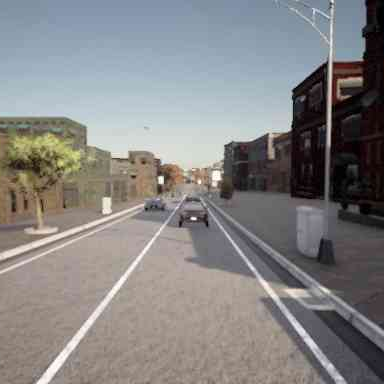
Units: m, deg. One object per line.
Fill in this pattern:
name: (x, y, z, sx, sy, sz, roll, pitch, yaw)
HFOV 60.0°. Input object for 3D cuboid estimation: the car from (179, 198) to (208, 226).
car: (0.101, 1.368, 21.812, 1.812, 1.442, 4.674, 0, 1, 0)

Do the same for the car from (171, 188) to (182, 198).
car: (-3.454, 0.187, 74.684, 2.150, 2.045, 5.566, 0, 1, 0)

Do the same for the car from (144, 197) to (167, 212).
car: (-3.591, 1.227, 33.297, 1.994, 1.385, 4.181, 0, 1, 0)

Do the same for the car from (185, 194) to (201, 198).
car: (0.097, 0.989, 41.853, 1.882, 1.535, 5.008, 0, 1, 0)
